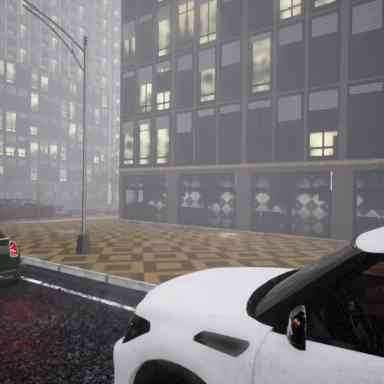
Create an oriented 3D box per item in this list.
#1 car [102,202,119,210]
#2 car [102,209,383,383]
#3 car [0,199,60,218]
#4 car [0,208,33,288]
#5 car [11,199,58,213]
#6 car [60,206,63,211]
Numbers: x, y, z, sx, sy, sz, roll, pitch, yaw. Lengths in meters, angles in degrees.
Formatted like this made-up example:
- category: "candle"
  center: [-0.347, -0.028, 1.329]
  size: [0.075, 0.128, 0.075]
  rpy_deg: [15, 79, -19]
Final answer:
- category: "car"
  center: [-8.337, 1.829, 39.387]
  size: [1.752, 1.417, 4.829]
  rpy_deg: [1, 0, 36]
- category: "car"
  center: [1.919, 1.222, 2.313]
  size: [5.566, 2.045, 2.150]
  rpy_deg: [0, 0, 36]
- category: "car"
  center: [-15.119, 1.518, 30.164]
  size: [2.192, 1.841, 5.009]
  rpy_deg: [1, 0, 36]
- category: "car"
  center: [-6.157, 1.348, 8.049]
  size: [4.553, 1.767, 2.097]
  rpy_deg: [0, 0, 35]
- category: "car"
  center: [-18.632, 1.641, 39.533]
  size: [1.752, 1.417, 4.829]
  rpy_deg: [1, 0, 36]
- category: "car"
  center: [-17.050, 1.751, 37.304]
  size: [1.895, 1.301, 4.718]
  rpy_deg: [1, 0, 36]
